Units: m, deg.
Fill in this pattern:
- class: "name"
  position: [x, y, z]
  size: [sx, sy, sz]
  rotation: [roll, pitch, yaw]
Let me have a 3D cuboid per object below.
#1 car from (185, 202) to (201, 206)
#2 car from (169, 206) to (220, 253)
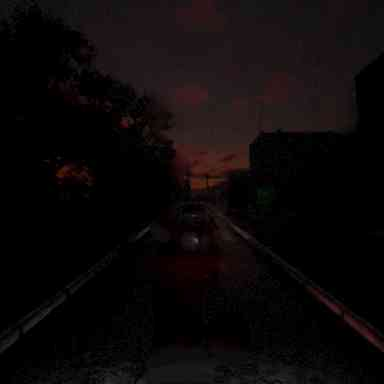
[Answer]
- class: "car"
  position: [0.118, 1.666, 30.202]
  size: [1.837, 1.490, 4.892]
  rotation: [0, 0, 0]
- class: "car"
  position: [0.098, 1.560, 14.051]
  size: [1.882, 1.535, 5.008]
  rotation: [0, 0, 0]
